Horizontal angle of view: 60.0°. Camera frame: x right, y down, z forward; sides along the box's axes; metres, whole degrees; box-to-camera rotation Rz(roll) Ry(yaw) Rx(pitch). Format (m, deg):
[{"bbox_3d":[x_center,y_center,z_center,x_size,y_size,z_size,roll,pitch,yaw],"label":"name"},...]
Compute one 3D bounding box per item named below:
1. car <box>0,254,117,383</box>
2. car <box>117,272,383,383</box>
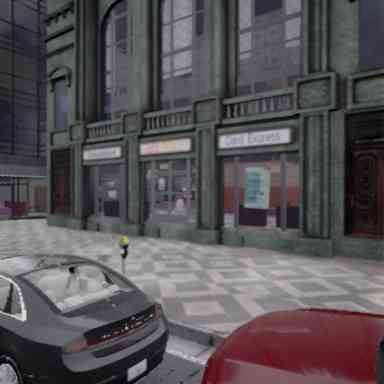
[{"bbox_3d":[-2.329,1.554,4.621,4.403,1.369,2.008,0,0,35],"label":"car"},{"bbox_3d":[2.263,1.314,1.345,5.009,1.841,2.192,0,0,35],"label":"car"}]
